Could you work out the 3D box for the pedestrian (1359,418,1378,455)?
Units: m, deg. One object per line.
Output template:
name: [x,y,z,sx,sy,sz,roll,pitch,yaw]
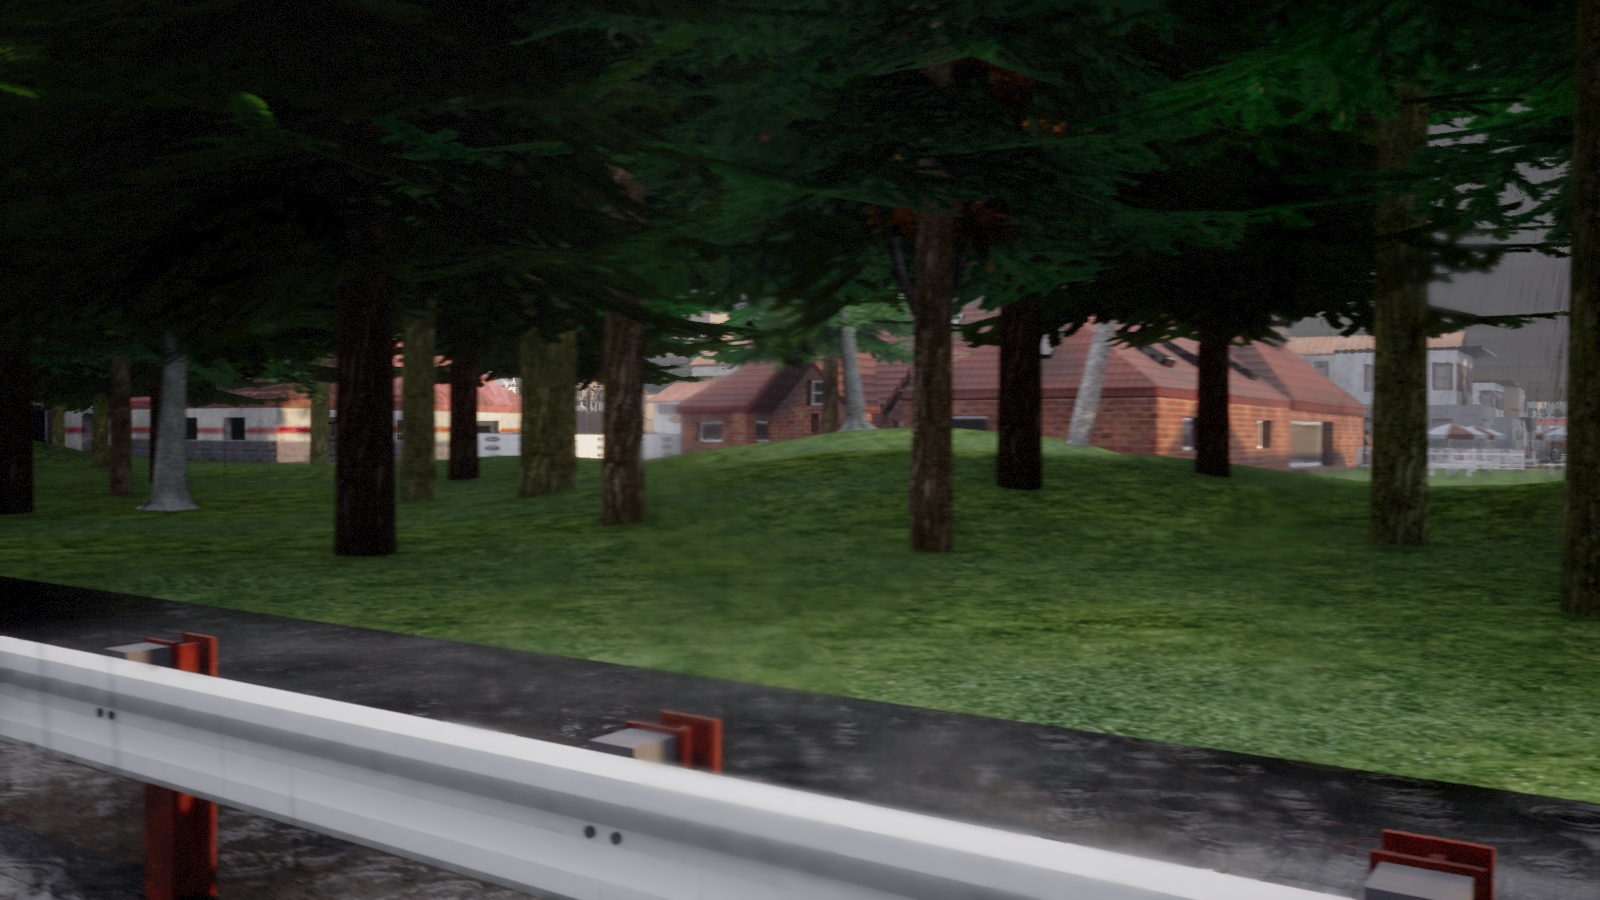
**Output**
pedestrian: [30.384,-0.715,67.113,0.873,1.952,0.659,0,1,32]
